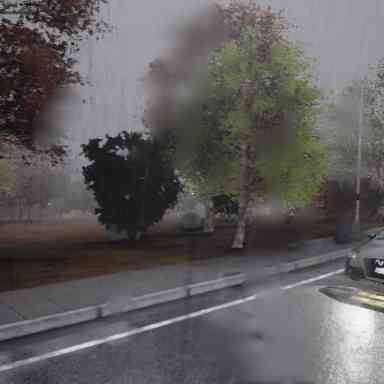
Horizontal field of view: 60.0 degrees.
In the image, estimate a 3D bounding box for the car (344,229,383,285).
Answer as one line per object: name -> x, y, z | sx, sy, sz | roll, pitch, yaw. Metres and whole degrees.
car -> 5.750, 1.573, 8.655 | 4.181, 1.385, 1.994 | 0, 0, -40
